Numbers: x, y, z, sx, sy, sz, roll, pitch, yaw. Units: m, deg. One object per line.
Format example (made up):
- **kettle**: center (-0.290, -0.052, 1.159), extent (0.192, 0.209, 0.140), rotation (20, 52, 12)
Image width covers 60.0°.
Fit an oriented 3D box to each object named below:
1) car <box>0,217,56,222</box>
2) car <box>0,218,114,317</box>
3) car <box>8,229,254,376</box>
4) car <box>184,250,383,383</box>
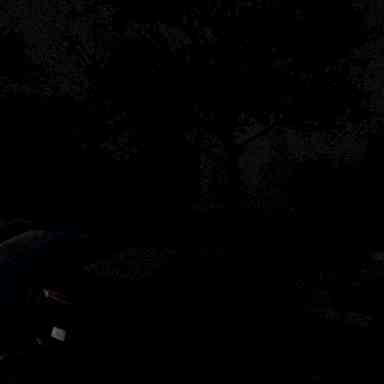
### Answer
- **car**: center (-4.652, 1.465, 9.043), extent (2.163, 1.488, 4.792), rotation (1, 1, 35)
- **car**: center (-2.365, 1.457, 7.441), extent (2.097, 1.535, 5.008), rotation (1, 0, 35)
- **car**: center (-0.094, 1.471, 5.821), extent (2.097, 1.535, 5.008), rotation (0, 0, 36)
- **car**: center (2.281, 1.477, 4.126), extent (2.231, 1.521, 4.892), rotation (0, 0, 35)
